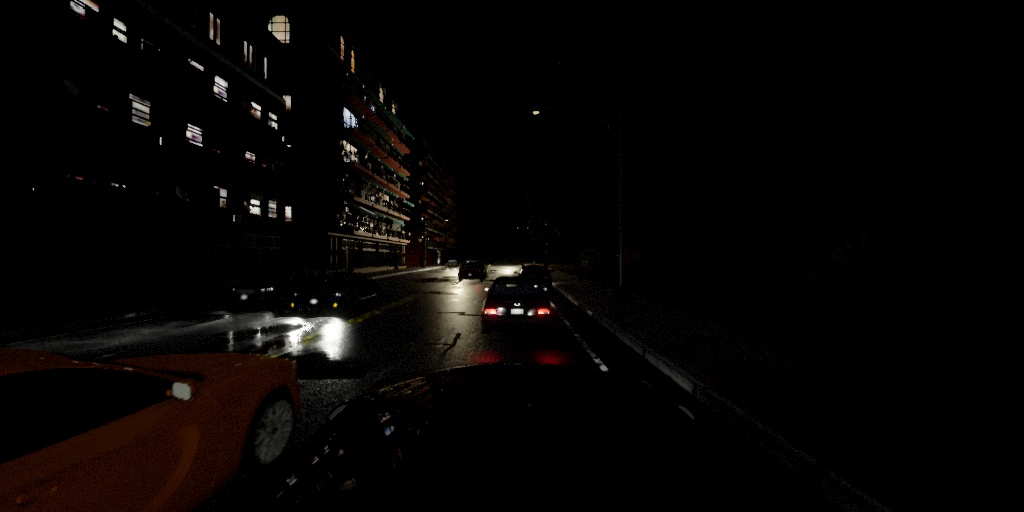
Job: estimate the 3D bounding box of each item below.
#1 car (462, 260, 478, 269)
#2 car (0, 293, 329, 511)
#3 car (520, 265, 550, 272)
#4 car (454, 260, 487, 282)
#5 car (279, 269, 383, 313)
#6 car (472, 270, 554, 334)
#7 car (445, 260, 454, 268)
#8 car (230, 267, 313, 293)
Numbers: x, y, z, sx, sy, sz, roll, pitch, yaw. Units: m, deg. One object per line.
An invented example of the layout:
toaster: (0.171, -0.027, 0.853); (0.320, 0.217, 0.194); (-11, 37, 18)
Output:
car: (-6.473, 1.351, 55.954); (1.895, 1.301, 4.718); (0, 0, 0)
car: (-3.153, 1.228, 1.763); (1.882, 1.535, 5.008); (0, 0, 0)
car: (1.177, 1.257, 20.283); (1.837, 1.490, 4.892); (0, 0, 0)
car: (-3.092, 1.230, 28.815); (1.882, 1.535, 5.008); (0, 0, 0)
car: (-6.574, 1.315, 13.886); (1.994, 1.385, 4.181); (0, 0, 0)
car: (0.120, 1.299, 10.595); (2.033, 1.411, 5.357); (0, 0, 0)
car: (-9.708, 1.314, 58.543); (1.994, 1.385, 4.181); (0, 0, 0)
car: (-9.821, 1.243, 15.599); (2.128, 1.511, 4.902); (0, 0, 0)
